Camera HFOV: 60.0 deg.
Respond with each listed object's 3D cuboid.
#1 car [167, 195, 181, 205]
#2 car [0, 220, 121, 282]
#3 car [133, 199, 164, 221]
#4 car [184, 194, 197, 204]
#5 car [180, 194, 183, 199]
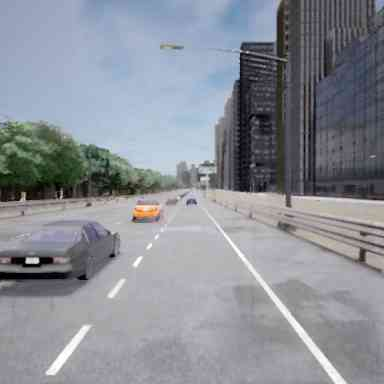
[{"bbox_3d":[-3.682,1.590,61.465,2.033,1.411,5.357,0,0,0],"label":"car"},{"bbox_3d":[-3.503,1.549,9.800,2.033,1.411,5.357,0,0,0],"label":"car"},{"bbox_3d":[-3.535,1.363,27.451,2.097,1.767,4.553,0,0,0],"label":"car"},{"bbox_3d":[-0.092,1.568,63.058,1.812,1.442,4.674,0,0,0],"label":"car"},{"bbox_3d":[-3.828,1.645,81.957,1.895,1.301,4.718,0,0,0],"label":"car"}]
